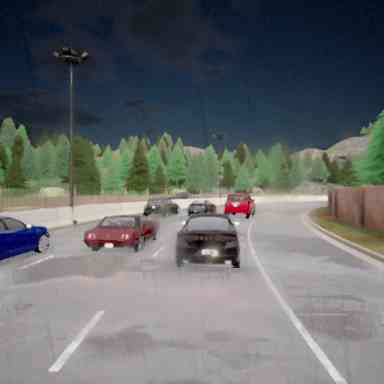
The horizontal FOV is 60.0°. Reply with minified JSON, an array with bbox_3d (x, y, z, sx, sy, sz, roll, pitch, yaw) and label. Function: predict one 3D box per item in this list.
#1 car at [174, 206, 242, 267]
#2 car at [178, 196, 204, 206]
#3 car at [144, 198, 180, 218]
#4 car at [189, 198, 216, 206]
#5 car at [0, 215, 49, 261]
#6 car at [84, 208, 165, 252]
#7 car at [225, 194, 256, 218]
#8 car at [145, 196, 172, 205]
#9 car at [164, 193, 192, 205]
[{"bbox_3d":[0.622,1.463,11.436,1.882,1.535,5.008,0,0,5],"label":"car"},{"bbox_3d":[-0.099,1.411,54.440,1.882,1.535,5.008,0,0,30],"label":"car"},{"bbox_3d":[-2.672,1.315,30.474,2.097,1.767,4.553,0,0,16],"label":"car"},{"bbox_3d":[1.027,1.454,30.689,2.128,1.511,4.902,0,0,17],"label":"car"},{"bbox_3d":[-6.470,1.465,10.611,1.882,1.535,5.008,0,0,4],"label":"car"},{"bbox_3d":[-2.652,1.584,13.852,1.895,1.301,4.718,0,0,6],"label":"car"},{"bbox_3d":[4.365,1.185,29.808,2.150,2.045,5.566,0,0,17],"label":"car"},{"bbox_3d":[-5.801,1.476,58.587,2.033,1.411,5.357,0,0,31],"label":"car"},{"bbox_3d":[-2.324,1.149,57.536,2.150,2.045,5.566,0,0,31],"label":"car"}]
